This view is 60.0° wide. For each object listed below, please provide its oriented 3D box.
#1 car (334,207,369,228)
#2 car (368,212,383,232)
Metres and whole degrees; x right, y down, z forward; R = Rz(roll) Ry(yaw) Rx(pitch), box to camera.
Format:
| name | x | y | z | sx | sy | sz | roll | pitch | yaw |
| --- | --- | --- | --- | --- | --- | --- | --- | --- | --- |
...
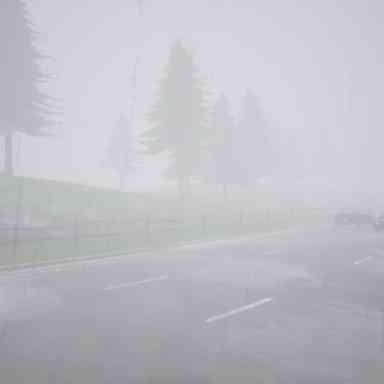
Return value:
| name | x | y | z | sx | sy | sz | roll | pitch | yaw |
| --- | --- | --- | --- | --- | --- | --- | --- | --- | --- |
| car | 13.099 | 1.968 | 26.573 | 1.882 | 1.535 | 5.008 | -2 | -2 | 44 |
| car | 13.699 | 1.963 | 22.157 | 1.895 | 1.301 | 4.718 | -2 | -2 | 44 |
